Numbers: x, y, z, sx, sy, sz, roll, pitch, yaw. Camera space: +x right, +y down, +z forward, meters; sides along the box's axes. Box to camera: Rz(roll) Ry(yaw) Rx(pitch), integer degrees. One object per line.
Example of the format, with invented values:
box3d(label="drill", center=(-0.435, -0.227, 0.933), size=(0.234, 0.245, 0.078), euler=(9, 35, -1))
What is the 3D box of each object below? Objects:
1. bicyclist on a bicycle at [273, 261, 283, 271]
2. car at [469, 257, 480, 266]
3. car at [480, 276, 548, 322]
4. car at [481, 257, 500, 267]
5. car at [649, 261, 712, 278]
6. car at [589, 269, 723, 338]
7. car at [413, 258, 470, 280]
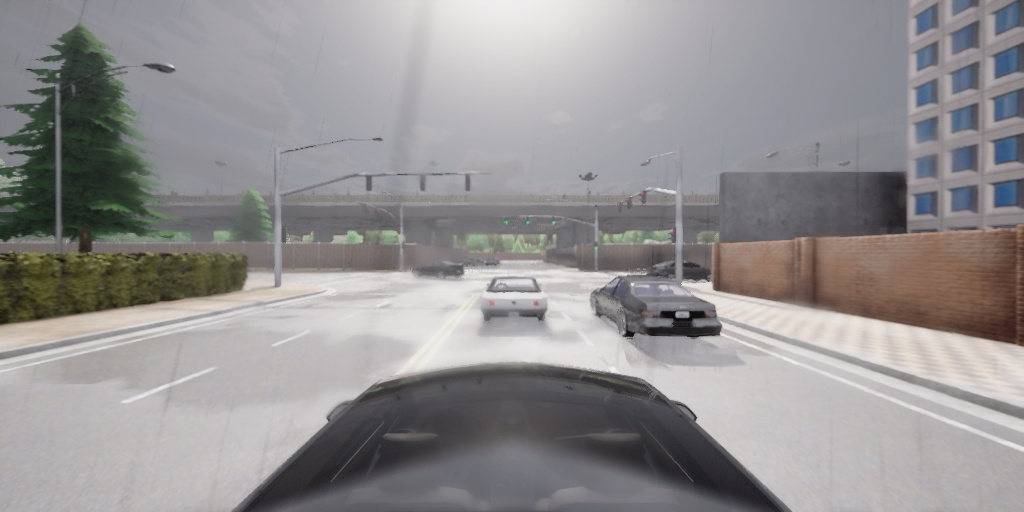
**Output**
box3d(label="bicyclist on a bicycle", center=(-25.802, 0.823, 39.514), size=(0.582, 1.620, 1.656), euler=(0, 1, 0))
box3d(label="car", center=(-7.040, 0.983, 60.904), size=(1.837, 1.490, 4.892), euler=(0, 1, 1))
box3d(label="car", center=(0.077, 1.304, 11.973), size=(1.895, 1.301, 4.718), euler=(0, 0, 0))
box3d(label="car", center=(-3.533, 1.028, 60.772), size=(2.033, 1.411, 5.357), euler=(0, 0, 1))
box3d(label="car", center=(11.914, 1.092, 24.864), size=(4.892, 1.490, 1.837), euler=(0, -2, -6))
box3d(label="car", center=(3.566, 1.260, 9.979), size=(2.033, 1.411, 5.357), euler=(0, 0, 0))
box3d(label="car", center=(-6.120, 1.076, 29.565), size=(5.008, 1.535, 1.882), euler=(0, -1, 37))
